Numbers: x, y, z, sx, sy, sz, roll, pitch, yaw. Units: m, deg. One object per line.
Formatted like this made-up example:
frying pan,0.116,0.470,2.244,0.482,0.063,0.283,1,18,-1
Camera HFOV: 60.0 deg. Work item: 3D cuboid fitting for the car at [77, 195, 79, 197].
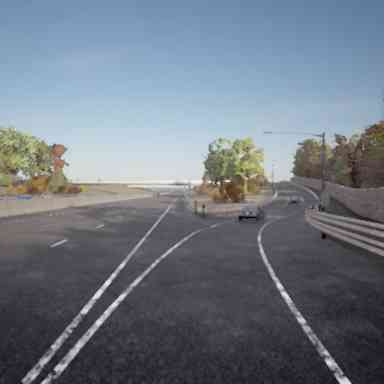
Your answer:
car,-26.778,1.323,75.175,1.837,1.490,4.892,0,0,-2

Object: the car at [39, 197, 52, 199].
car,-26.317,1.490,59.179,1.895,1.301,4.718,0,0,-2

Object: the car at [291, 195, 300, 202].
car,24.009,1.412,77.456,1.895,1.301,4.718,0,4,17

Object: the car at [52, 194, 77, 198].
car,-22.834,1.407,59.628,1.837,1.490,4.892,0,1,-1

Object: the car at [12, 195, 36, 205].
car,-29.819,1.353,59.168,1.882,1.535,5.008,0,1,-1

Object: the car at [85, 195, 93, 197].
car,-23.284,1.372,75.428,2.033,1.411,5.357,0,0,-2

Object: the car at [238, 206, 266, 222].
car,5.702,1.983,31.198,2.033,1.411,5.357,0,-1,21

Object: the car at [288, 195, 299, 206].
car,20.779,1.904,67.849,1.837,1.490,4.892,0,3,19

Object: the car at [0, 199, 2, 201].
car,-25.901,1.430,42.872,2.033,1.411,5.357,0,0,-1

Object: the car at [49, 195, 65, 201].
car,-30.270,1.341,74.841,1.812,1.442,4.674,0,0,-2

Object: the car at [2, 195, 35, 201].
car,-22.420,1.462,43.464,1.994,1.385,4.181,0,0,-1
